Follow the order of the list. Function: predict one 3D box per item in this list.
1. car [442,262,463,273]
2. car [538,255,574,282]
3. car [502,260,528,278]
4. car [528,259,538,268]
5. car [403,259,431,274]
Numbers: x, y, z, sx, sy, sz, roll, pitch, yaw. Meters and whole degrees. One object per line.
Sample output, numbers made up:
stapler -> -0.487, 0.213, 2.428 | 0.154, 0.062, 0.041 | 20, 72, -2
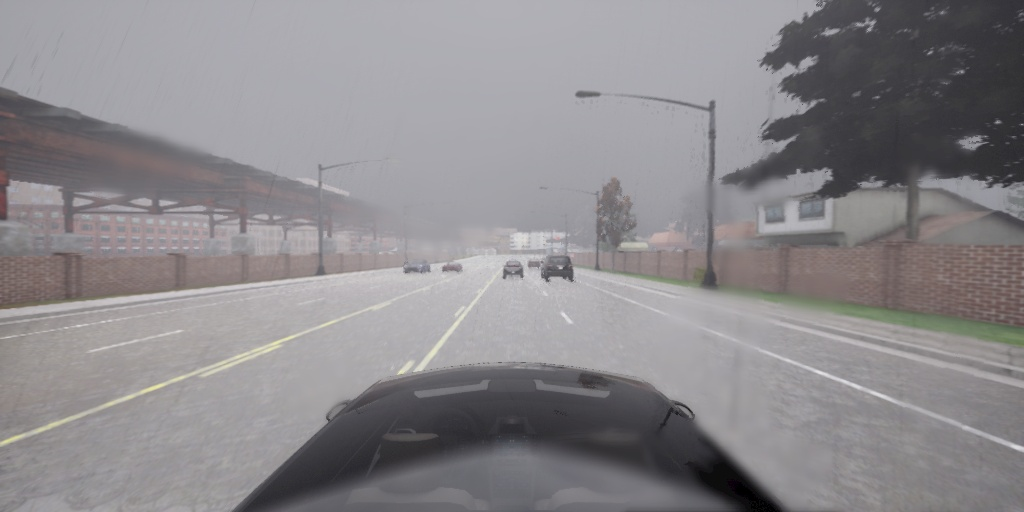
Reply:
car -> -7.059, 1.336, 42.533 | 1.895, 1.301, 4.718 | 0, 0, 0
car -> 3.607, 0.969, 29.233 | 2.150, 2.045, 5.566 | 0, 0, 0
car -> 0.108, 1.233, 33.990 | 2.128, 1.511, 4.902 | 0, 0, 0
car -> 3.614, 1.215, 60.367 | 1.882, 1.535, 5.008 | 0, 0, 0
car -> -10.559, 1.085, 40.112 | 2.097, 1.767, 4.553 | 0, 0, 0
